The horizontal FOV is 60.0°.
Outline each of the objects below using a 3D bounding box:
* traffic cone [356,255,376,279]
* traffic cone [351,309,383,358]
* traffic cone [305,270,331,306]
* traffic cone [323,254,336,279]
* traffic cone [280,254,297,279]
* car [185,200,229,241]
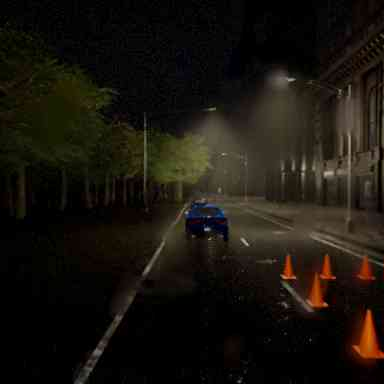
[{"bbox_3d":[4.501,1.916,8.610,0.340,0.580,0.340,0,0,1],"label":"traffic cone"},{"bbox_3d":[2.462,1.934,4.630,0.340,0.580,0.340,0,0,1],"label":"traffic cone"},{"bbox_3d":[2.481,1.923,6.631,0.340,0.580,0.340,0,0,1],"label":"traffic cone"},{"bbox_3d":[3.501,1.914,8.620,0.340,0.580,0.340,0,0,1],"label":"traffic cone"},{"bbox_3d":[2.501,1.912,8.630,0.340,0.580,0.340,0,0,1],"label":"traffic cone"},{"bbox_3d":[0.665,1.388,16.257,1.882,1.535,5.008,0,0,1],"label":"car"}]
